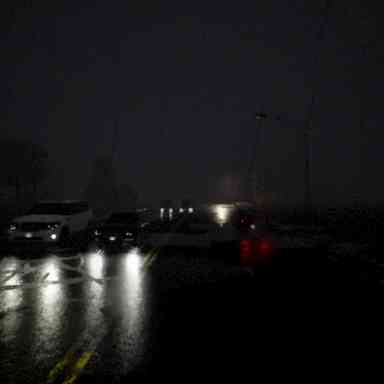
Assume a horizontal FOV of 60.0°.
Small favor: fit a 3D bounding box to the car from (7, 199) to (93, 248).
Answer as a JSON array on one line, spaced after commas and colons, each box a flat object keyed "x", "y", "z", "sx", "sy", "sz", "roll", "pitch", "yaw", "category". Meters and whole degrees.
[{"x": -6.382, "y": 1.371, "z": 15.872, "sx": 2.150, "sy": 2.045, "sz": 5.566, "roll": 0, "pitch": 0, "yaw": 1, "category": "car"}]

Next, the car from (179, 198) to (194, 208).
[{"x": -0.930, "y": 1.869, "z": 56.817, "sx": 2.097, "sy": 1.767, "sz": 4.553, "roll": 0, "pitch": 0, "yaw": 5, "category": "car"}]

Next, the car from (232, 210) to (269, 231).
[{"x": 3.755, "y": 1.817, "z": 22.278, "sx": 1.895, "sy": 1.301, "sz": 4.718, "roll": 0, "pitch": -1, "yaw": 2, "category": "car"}]

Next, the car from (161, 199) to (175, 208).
[{"x": -4.130, "y": 2.026, "z": 57.499, "sx": 1.837, "sy": 1.490, "sz": 4.892, "roll": 0, "pitch": 0, "yaw": 5, "category": "car"}]

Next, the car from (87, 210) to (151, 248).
[{"x": -3.129, "y": 1.656, "z": 15.749, "sx": 1.837, "sy": 1.490, "sz": 4.892, "roll": 0, "pitch": -1, "yaw": 1, "category": "car"}]
